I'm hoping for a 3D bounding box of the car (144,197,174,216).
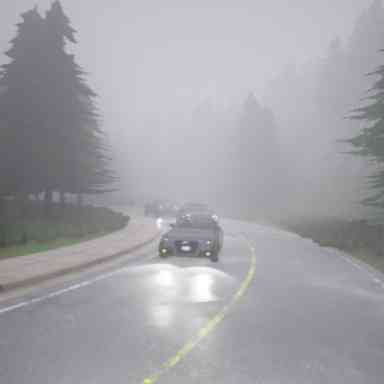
[{"bbox_3d":[-2.946,1.411,31.706,2.097,1.767,4.553,3,0,-25],"label":"car"}]

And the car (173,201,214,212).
[{"bbox_3d":[0.286,1.488,21.508,2.097,1.767,4.553,3,0,-10],"label":"car"}]

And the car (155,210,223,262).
[{"bbox_3d":[0.131,1.639,12.579,1.994,1.385,4.181,2,0,9],"label":"car"}]

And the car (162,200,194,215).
[{"bbox_3d":[-1.636,1.676,37.205,1.812,1.442,4.674,3,0,-27],"label":"car"}]

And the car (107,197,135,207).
[{"bbox_3d":[-10.353,1.348,48.298,4.892,1.490,1.837,3,0,39],"label":"car"}]
